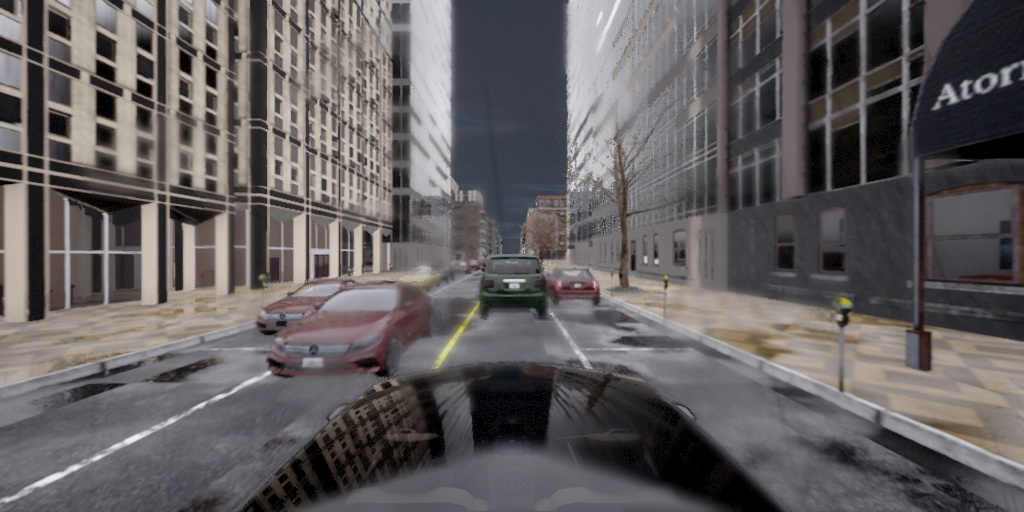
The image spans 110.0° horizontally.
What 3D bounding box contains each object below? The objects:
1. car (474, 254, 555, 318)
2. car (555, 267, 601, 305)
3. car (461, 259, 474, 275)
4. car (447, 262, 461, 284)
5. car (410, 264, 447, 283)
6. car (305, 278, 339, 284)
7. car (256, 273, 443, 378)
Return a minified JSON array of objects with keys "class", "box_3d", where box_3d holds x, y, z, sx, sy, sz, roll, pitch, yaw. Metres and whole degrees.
[{"class":"car","box_3d":[0.044,0.959,13.007,2.150,2.045,5.566,0,0,-1]},{"class":"car","box_3d":[2.565,1.174,15.921,1.967,1.591,4.097,0,0,0]},{"class":"car","box_3d":[-5.315,1.288,38.112,1.802,1.307,4.207,0,0,0]},{"class":"car","box_3d":[-5.315,1.286,27.016,1.948,1.339,4.313,0,0,0]},{"class":"car","box_3d":[-5.315,1.253,21.299,1.751,1.417,4.829,0,0,0]},{"class":"car","box_3d":[-5.315,1.322,10.374,1.802,1.307,4.207,0,0,0]},{"class":"car","box_3d":[-2.850,1.269,7.462,1.812,1.442,4.674,0,0,0]}]
